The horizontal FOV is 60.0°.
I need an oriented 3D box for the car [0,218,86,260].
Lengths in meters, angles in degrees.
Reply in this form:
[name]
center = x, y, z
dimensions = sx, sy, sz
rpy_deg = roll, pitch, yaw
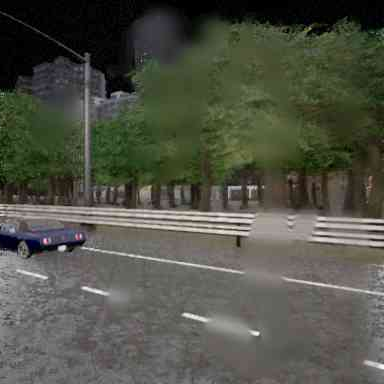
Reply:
[car]
center = -6.221, 1.629, 12.613
dimensions = 4.718, 1.301, 1.895
rpy_deg = 0, 0, 36
